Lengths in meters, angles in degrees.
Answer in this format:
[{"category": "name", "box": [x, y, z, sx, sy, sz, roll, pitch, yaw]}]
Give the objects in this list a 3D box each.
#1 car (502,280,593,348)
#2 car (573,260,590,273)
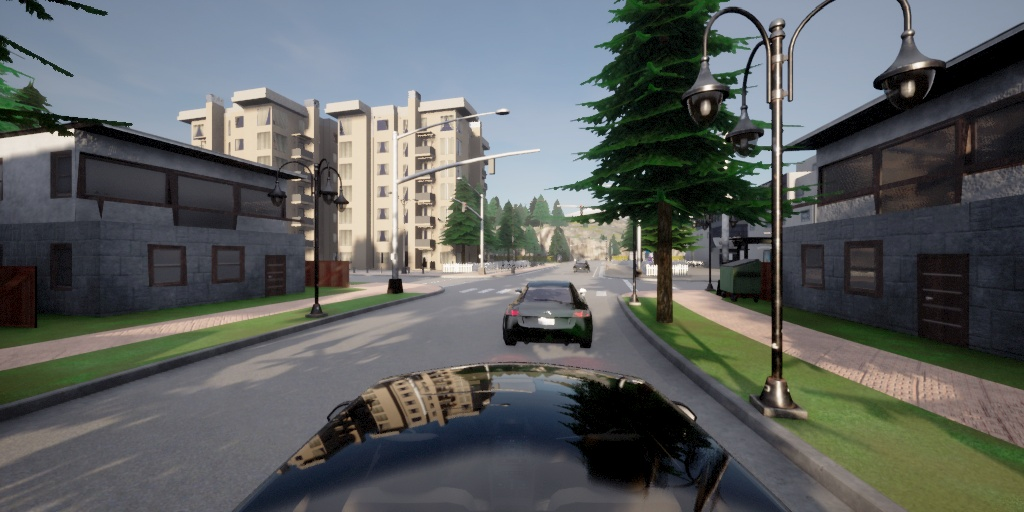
[{"category": "car", "box": [0.994, 1.314, 9.322, 1.994, 1.385, 4.181, 0, 0, 8]}, {"category": "car", "box": [8.735, 1.276, 44.869, 2.128, 1.511, 4.902, 0, 0, 14]}]
